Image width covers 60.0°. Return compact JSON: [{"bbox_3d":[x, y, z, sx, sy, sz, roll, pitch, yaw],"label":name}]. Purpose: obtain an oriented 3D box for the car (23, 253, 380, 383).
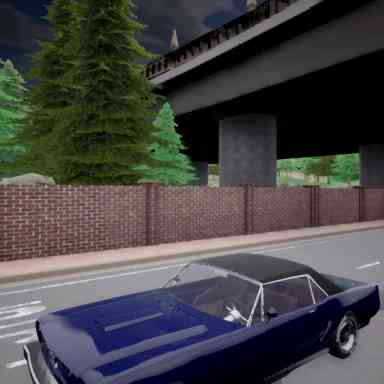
[{"bbox_3d":[0.478,1.601,4.372,4.718,1.301,1.895,0,0,-37],"label":"car"}]
